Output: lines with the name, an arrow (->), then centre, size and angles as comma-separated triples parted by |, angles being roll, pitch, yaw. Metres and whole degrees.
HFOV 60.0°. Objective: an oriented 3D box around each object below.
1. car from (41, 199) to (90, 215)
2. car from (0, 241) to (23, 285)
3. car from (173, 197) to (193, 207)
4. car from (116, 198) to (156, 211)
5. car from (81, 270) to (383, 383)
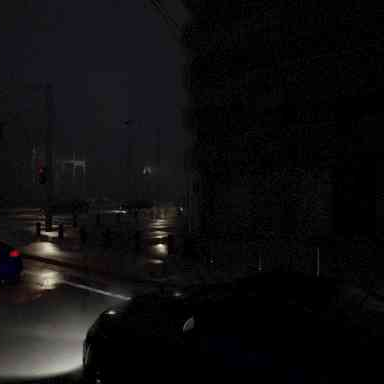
car -> -12.539, 1.449, 33.120 | 1.837, 1.490, 4.892 | 0, 0, 36
car -> -6.084, 1.564, 8.315 | 4.181, 1.385, 1.994 | 0, 0, 36
car -> -0.751, 1.449, 49.406 | 1.837, 1.490, 4.892 | 0, 0, 36
car -> -6.808, 1.492, 41.050 | 2.033, 1.411, 5.357 | 0, 0, 36
car -> 0.767, 1.564, 3.445 | 4.181, 1.385, 1.994 | 0, 0, 36
